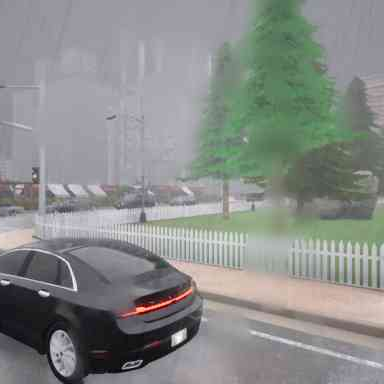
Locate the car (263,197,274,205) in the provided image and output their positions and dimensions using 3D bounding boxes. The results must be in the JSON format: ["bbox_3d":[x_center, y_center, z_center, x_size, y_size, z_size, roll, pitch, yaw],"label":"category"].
[{"bbox_3d":[14.987,1.564,59.794,1.994,1.385,4.181,0,0,34],"label":"car"}]

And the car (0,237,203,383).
[{"bbox_3d":[-2.121,1.505,5.440,4.892,1.490,1.837,0,0,36],"label":"car"}]

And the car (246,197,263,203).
[{"bbox_3d":[11.889,1.221,61.459,2.150,2.045,5.566,0,0,34],"label":"car"}]

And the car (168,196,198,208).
[{"bbox_3d":[-1.101,1.352,48.703,2.097,1.767,4.553,0,0,34],"label":"car"}]

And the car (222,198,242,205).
[{"bbox_3d":[6.403,1.526,53.270,1.812,1.442,4.674,0,0,34],"label":"car"}]

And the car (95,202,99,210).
[{"bbox_3d":[-12.835,1.478,37.538,1.882,1.535,5.008,0,0,34],"label":"car"}]

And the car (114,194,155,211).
[{"bbox_3d":[-6.804,1.221,40.240,2.150,2.045,5.566,0,0,34],"label":"car"}]

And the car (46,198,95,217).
[{"bbox_3d":[-12.276,1.491,32.092,2.128,1.511,4.902,0,0,34],"label":"car"}]

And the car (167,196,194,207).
[{"bbox_3d":[-1.834,1.505,53.865,1.837,1.490,4.892,0,0,34],"label":"car"}]

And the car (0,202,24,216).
[{"bbox_3d":[-17.970,1.601,30.006,1.895,1.301,4.718,0,0,36],"label":"car"}]
